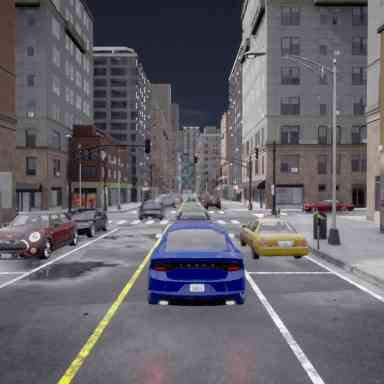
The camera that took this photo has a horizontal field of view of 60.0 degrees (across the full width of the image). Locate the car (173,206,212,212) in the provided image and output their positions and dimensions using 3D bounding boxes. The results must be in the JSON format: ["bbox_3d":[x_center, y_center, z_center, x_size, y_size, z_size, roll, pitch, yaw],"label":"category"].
[{"bbox_3d":[0.073,1.606,17.489,1.895,1.301,4.718,0,0,0],"label":"car"}]

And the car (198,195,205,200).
[{"bbox_3d":[2.714,1.624,94.862,2.008,1.369,4.403,-1,0,0],"label":"car"}]

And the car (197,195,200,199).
[{"bbox_3d":[2.747,1.372,66.933,2.192,1.841,5.009,-1,0,0],"label":"car"}]

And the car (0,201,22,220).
[{"bbox_3d":[-18.073,1.665,29.486,5.008,1.535,1.882,-1,1,-1],"label":"car"}]

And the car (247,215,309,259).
[{"bbox_3d":[2.829,1.527,12.391,1.752,1.417,4.829,-1,0,0],"label":"car"}]

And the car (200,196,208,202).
[{"bbox_3d":[2.735,1.590,78.275,1.752,1.417,4.829,-1,0,0],"label":"car"}]

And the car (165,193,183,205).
[{"bbox_3d":[-3.170,1.402,58.692,2.097,1.767,4.553,0,0,0],"label":"car"}]

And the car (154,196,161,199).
[{"bbox_3d":[-5.746,1.602,44.577,1.947,1.339,4.313,-1,0,0],"label":"car"}]

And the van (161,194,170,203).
[{"bbox_3d":[-5.792,1.403,72.506,1.690,1.788,3.998,-1,0,0],"label":"van"}]

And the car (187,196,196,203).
[{"bbox_3d":[-0.115,1.580,74.019,2.128,1.511,4.902,0,0,0],"label":"car"}]

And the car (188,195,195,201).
[{"bbox_3d":[-0.131,1.538,84.471,1.895,1.301,4.718,0,0,0],"label":"car"}]

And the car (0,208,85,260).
[{"bbox_3d":[-5.696,1.442,12.207,1.967,1.590,4.097,-1,0,0],"label":"car"}]

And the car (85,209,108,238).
[{"bbox_3d":[-5.704,1.571,17.703,1.947,1.339,4.313,-1,0,0],"label":"car"}]

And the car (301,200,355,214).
[{"bbox_3d":[13.308,1.458,32.848,4.718,1.301,1.895,-1,1,-1],"label":"car"}]

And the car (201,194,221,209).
[{"bbox_3d":[2.777,1.351,44.589,2.192,1.841,5.009,-1,0,0],"label":"car"}]

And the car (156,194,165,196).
[{"bbox_3d":[-5.764,1.573,55.578,1.752,1.417,4.829,-1,0,0],"label":"car"}]

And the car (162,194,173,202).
[{"bbox_3d":[-5.801,1.380,78.092,2.192,1.841,5.009,-1,0,0],"label":"car"}]

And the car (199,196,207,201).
[{"bbox_3d":[2.728,1.634,83.691,1.947,1.339,4.313,-1,0,0],"label":"car"}]

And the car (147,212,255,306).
[{"bbox_3d":[0.084,1.478,8.126,1.882,1.535,5.008,0,0,0],"label":"car"}]

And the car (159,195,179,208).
[{"bbox_3d":[-3.169,1.544,45.978,1.837,1.490,4.892,0,-1,0],"label":"car"}]

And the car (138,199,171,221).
[{"bbox_3d":[-3.146,1.580,27.355,2.033,1.411,5.357,0,0,0],"label":"car"}]

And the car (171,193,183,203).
[{"bbox_3d":[-3.109,1.285,69.860,2.150,2.045,5.566,0,0,0],"label":"car"}]

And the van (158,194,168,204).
[{"bbox_3d":[-5.783,1.399,66.920,1.690,1.788,3.998,-1,0,0],"label":"van"}]

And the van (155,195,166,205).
[{"bbox_3d":[-5.775,1.394,61.334,1.690,1.788,3.998,-1,0,0],"label":"van"}]
